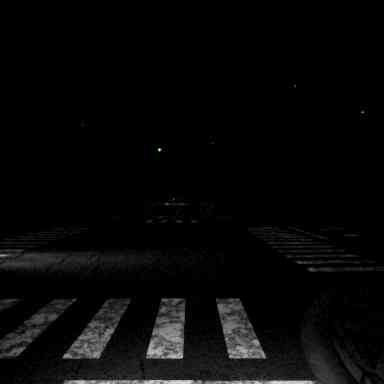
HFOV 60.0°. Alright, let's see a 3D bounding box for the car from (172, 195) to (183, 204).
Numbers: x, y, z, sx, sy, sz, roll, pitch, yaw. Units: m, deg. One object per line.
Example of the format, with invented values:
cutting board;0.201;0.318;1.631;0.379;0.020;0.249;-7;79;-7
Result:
car;-2.987;1.496;69.269;2.097;1.767;4.553;0;0;0
